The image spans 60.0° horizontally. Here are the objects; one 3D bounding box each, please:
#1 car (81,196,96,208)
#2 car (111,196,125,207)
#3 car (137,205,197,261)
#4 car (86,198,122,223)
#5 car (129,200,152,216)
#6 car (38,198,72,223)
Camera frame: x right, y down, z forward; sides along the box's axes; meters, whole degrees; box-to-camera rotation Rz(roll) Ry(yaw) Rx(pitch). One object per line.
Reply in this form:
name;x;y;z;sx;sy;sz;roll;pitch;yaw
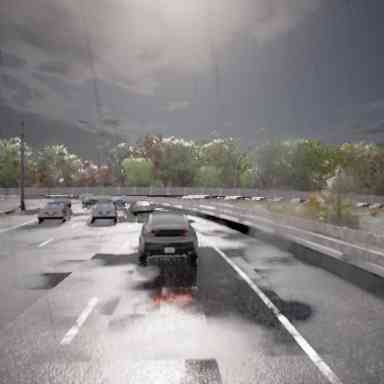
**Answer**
car;-14.205;1.335;46.257;1.837;1.490;4.892;0;1;-25
car;-10.759;1.336;47.156;1.812;1.442;4.674;0;0;-25
car;-0.927;1.448;12.176;1.837;1.490;4.892;0;0;-6
car;-6.535;1.450;24.912;2.033;1.411;5.357;0;0;-14
car;-4.755;1.429;31.268;1.994;1.385;4.181;0;0;-16
car;-10.091;1.466;24.727;2.033;1.411;5.357;0;0;-14
